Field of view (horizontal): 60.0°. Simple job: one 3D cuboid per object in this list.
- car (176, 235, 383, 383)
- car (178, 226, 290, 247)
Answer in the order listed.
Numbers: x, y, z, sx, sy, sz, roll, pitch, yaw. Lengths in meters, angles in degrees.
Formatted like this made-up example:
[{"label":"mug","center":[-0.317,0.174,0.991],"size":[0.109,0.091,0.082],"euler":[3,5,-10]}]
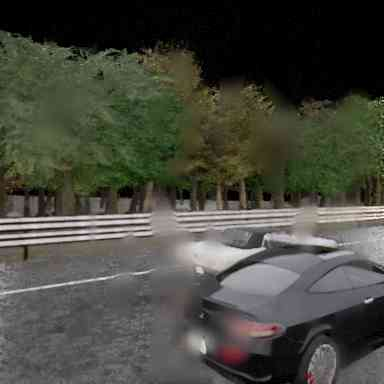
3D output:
[{"label":"car","center":[1.960,1.546,5.065],"size":[4.674,1.442,1.812],"euler":[0,0,-35]},{"label":"car","center":[2.023,1.632,9.367],"size":[4.718,1.301,1.895],"euler":[0,0,-34]}]
